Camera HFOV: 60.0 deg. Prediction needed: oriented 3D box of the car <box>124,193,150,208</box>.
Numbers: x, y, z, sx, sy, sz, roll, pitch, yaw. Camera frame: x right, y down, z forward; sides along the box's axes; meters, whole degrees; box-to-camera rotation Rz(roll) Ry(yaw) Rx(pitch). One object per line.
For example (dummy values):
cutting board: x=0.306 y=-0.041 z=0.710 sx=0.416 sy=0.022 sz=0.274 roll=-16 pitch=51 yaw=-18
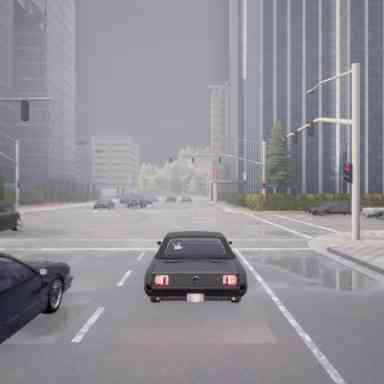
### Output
car: x=-7.924 y=1.221 z=48.177 sx=2.150 sy=2.045 sz=5.566 roll=0 pitch=0 yaw=-1

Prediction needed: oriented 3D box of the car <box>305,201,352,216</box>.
car: x=13.582 y=1.547 z=31.573 sx=5.357 sy=1.411 sz=2.033 roll=0 pitch=0 yaw=-3

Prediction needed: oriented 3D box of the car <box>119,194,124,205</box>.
car: x=-11.574 y=1.223 z=60.111 sx=2.150 sy=2.045 sz=5.566 roll=0 pitch=0 yaw=0

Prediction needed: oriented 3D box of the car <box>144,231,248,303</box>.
car: x=0.066 y=1.601 z=8.164 sx=1.895 sy=1.301 sz=4.718 roll=0 pitch=0 yaw=0

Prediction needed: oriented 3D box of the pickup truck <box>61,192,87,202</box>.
pickup truck: x=-24.771 y=1.058 z=69.220 sx=2.390 sy=2.098 sz=6.274 roll=0 pitch=0 yaw=30

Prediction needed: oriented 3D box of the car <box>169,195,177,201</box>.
car: x=-4.888 y=1.524 z=84.716 sx=1.812 sy=1.442 sz=4.674 roll=0 pitch=0 yaw=-1

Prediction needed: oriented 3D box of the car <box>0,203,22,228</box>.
car: x=-10.740 y=1.352 z=17.103 sx=2.097 sy=1.767 sz=4.553 roll=0 pitch=0 yaw=-1

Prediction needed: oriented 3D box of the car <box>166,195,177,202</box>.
car: x=-4.721 y=1.500 z=74.548 sx=1.837 sy=1.490 sz=4.892 roll=0 pitch=0 yaw=-1

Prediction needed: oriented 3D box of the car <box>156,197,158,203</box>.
car: x=-8.142 y=1.557 z=68.833 sx=1.994 sy=1.385 sz=4.181 roll=0 pitch=0 yaw=-1

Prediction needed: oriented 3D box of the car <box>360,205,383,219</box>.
car: x=16.937 y=1.601 z=28.066 sx=4.718 sy=1.301 sz=1.895 roll=0 pitch=0 yaw=0

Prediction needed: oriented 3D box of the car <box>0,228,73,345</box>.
car: x=-3.436 y=1.547 z=4.568 sx=2.033 sy=1.411 sz=5.357 roll=0 pitch=0 yaw=0

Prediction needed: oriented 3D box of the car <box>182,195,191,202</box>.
car: x=-1.231 y=1.553 z=75.009 sx=1.994 sy=1.385 sz=4.181 roll=0 pitch=0 yaw=-1

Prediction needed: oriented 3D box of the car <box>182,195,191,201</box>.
car: x=-1.389 y=1.540 z=84.784 sx=2.033 sy=1.411 sz=5.357 roll=0 pitch=0 yaw=-1

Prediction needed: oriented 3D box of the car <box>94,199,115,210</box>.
car: x=-11.343 y=1.564 z=43.330 sx=1.994 sy=1.385 sz=4.181 roll=0 pitch=0 yaw=-1

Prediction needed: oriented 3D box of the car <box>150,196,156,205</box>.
car: x=-8.057 y=1.352 z=58.151 sx=2.097 sy=1.767 sz=4.553 roll=0 pitch=0 yaw=-1
